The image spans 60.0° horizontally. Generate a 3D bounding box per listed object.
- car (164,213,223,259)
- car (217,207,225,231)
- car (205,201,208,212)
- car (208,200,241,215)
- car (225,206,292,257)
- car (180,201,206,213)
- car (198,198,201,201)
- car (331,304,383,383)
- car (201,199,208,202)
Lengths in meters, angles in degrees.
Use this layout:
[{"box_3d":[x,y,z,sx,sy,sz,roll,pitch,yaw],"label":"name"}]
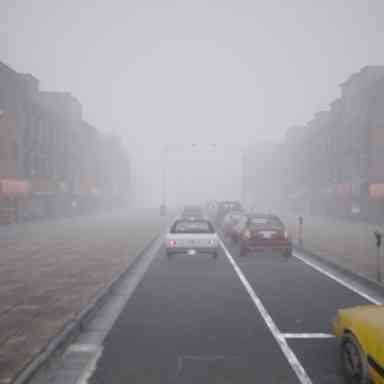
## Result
[{"box_3d":[0.023,1.738,13.278,1.895,1.301,4.718,0,-1,1],"label":"car"},{"box_3d":[2.647,1.784,19.307,1.802,1.307,4.206,0,-1,0],"label":"car"},{"box_3d":[2.651,1.980,36.330,1.802,1.307,4.206,0,-1,0],"label":"car"},{"box_3d":[2.650,1.581,24.984,2.192,1.841,5.009,0,-1,0],"label":"car"},{"box_3d":[2.647,1.581,13.635,1.967,1.590,4.097,0,-1,0],"label":"car"},{"box_3d":[0.029,1.813,28.525,1.837,1.490,4.892,0,0,0],"label":"car"},{"box_3d":[2.658,2.324,64.699,1.947,1.339,4.313,0,-1,0],"label":"car"},{"box_3d":[2.643,1.551,2.455,1.752,1.417,4.829,0,-1,0],"label":"car"},{"box_3d":[2.763,1.880,46.944,2.097,1.767,4.553,0,-1,0],"label":"car"}]
